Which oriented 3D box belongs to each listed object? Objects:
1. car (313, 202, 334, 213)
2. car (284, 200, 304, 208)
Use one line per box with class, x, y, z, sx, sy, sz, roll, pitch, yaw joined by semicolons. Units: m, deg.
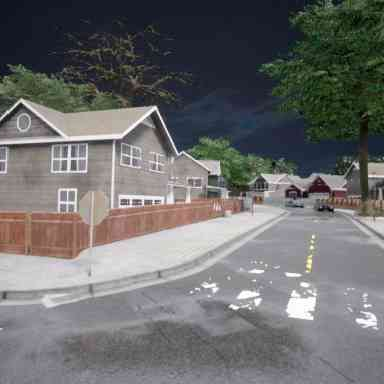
car;16.550;1.923;42.077;1.895;1.301;4.718;1;0;12
car;17.068;1.996;55.704;1.994;1.385;4.181;2;0;-6
